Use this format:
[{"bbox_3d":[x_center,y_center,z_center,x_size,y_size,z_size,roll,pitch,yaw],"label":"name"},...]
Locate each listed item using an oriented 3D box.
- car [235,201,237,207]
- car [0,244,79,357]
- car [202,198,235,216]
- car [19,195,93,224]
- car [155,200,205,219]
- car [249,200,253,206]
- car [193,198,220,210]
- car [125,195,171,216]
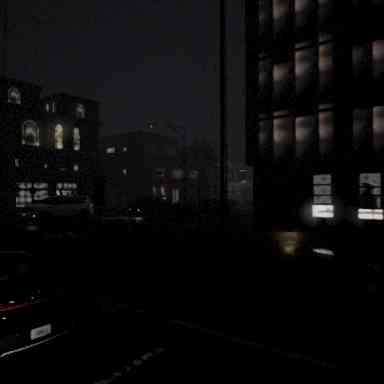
[{"bbox_3d":[5.371,1.785,52.144,1.887,1.381,4.507,-1,-1,36],"label":"car"},{"bbox_3d":[-3.699,1.547,5.519,4.403,1.369,2.008,0,0,36],"label":"car"},{"bbox_3d":[2.264,1.555,33.801,1.967,1.590,4.097,-1,-1,36],"label":"car"},{"bbox_3d":[-10.499,1.296,26.238,2.150,2.045,5.566,0,0,36],"label":"car"},{"bbox_3d":[-0.990,1.669,29.324,1.802,1.307,4.206,-1,-1,36],"label":"car"},{"bbox_3d":[11.941,1.850,61.059,2.008,1.369,4.403,-1,-1,36],"label":"car"},{"bbox_3d":[2.086,1.652,47.688,1.967,1.590,4.097,-1,-1,36],"label":"car"},{"bbox_3d":[-4.374,1.347,34.533,2.150,2.045,5.566,0,0,37],"label":"car"}]
